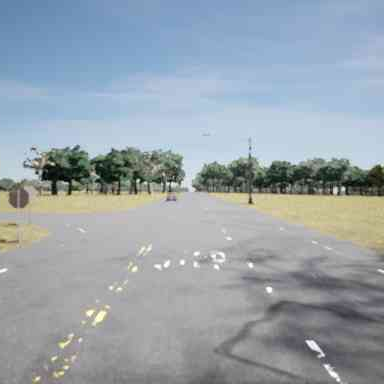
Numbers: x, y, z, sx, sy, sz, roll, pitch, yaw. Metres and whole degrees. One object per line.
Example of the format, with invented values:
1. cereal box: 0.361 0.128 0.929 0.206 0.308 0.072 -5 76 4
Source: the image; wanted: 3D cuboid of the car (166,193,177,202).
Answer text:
1. car: -3.650 1.008 60.573 2.128 1.511 4.902 0 1 0
